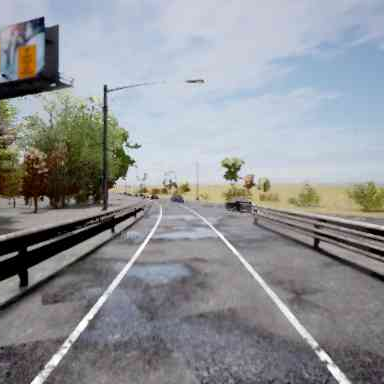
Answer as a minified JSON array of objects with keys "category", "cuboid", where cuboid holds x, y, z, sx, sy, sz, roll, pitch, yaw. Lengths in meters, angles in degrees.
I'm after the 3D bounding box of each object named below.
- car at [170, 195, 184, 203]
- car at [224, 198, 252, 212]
[{"category":"car","cuboid":[-3.241,1.325,69.959,2.097,1.767,4.553,0,0,-15]},{"category":"car","cuboid":[5.215,1.414,38.058,2.128,1.511,4.902,0,0,-15]}]
